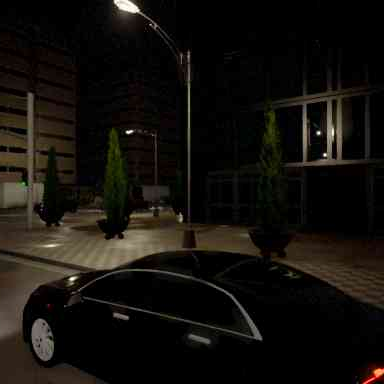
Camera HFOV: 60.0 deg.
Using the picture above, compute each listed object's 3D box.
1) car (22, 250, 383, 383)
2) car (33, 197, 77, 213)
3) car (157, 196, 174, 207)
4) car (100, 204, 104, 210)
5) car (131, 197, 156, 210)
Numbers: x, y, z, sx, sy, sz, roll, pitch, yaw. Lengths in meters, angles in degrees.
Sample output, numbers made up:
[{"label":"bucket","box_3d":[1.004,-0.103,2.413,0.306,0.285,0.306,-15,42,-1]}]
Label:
[{"label":"car","box_3d":[-0.196,1.505,4.129,4.892,1.490,1.837,0,0,36]},{"label":"car","box_3d":[-15.016,1.407,36.522,2.097,1.767,4.553,0,0,35]},{"label":"car","box_3d":[-4.129,1.407,51.950,2.097,1.767,4.553,0,0,35]},{"label":"car","box_3d":[-9.894,1.581,43.774,1.812,1.442,4.674,0,0,35]},{"label":"car","box_3d":[-7.130,1.407,41.293,2.097,1.767,4.553,0,0,35]}]
